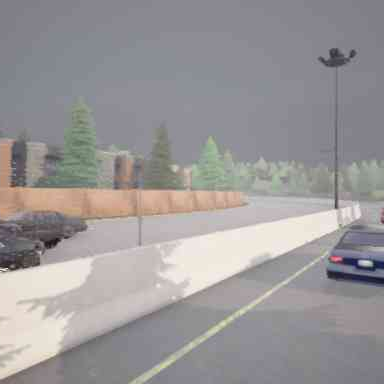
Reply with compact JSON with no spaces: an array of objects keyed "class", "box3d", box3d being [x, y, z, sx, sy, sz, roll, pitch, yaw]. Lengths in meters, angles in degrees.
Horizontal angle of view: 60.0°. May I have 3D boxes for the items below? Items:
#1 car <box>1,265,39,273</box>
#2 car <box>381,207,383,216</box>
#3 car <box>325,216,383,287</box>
[{"class":"car","box3d":[-5.463,1.501,6.374,1.837,1.490,4.892,0,0,34]},{"class":"car","box3d":[15.095,1.528,24.289,2.097,1.767,4.553,0,0,33]},{"class":"car","box3d":[5.156,1.612,9.319,2.033,1.411,5.357,0,0,34]}]
